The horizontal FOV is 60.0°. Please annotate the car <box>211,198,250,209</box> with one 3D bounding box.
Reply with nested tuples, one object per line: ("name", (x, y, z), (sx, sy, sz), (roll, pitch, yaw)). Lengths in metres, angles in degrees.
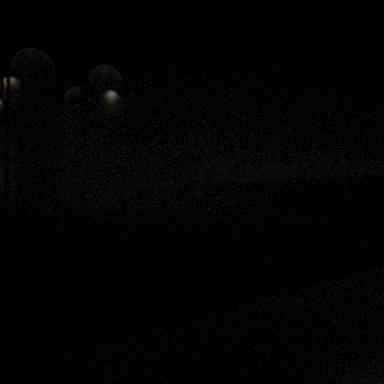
("car", (4.064, 1.518, 35.411), (2.097, 1.767, 4.553), (0, 0, -36))
